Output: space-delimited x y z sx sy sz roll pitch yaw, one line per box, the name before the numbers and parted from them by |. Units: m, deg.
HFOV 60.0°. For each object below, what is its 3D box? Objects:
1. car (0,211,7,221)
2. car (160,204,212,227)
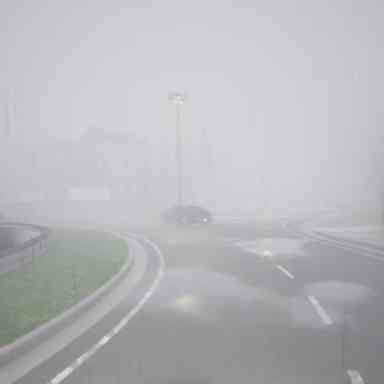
car | -20.644 2.276 32.674 4.181 1.385 1.994 -1 0 -6
car | -0.556 1.647 23.985 1.837 1.490 4.892 0 -1 -36
